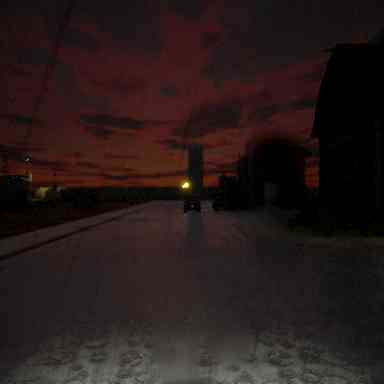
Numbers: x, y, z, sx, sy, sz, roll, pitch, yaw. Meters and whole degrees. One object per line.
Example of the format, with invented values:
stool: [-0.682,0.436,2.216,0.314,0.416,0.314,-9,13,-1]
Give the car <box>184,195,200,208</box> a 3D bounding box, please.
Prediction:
car: [0.033,1.315,47.259,2.097,1.767,4.553,0,0,0]

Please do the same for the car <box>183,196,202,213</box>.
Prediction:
car: [0.048,1.469,35.321,2.033,1.411,5.357,0,-1,0]

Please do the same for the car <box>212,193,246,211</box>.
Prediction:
car: [4.170,1.116,37.607,1.905,1.878,3.866,-8,3,-42]
